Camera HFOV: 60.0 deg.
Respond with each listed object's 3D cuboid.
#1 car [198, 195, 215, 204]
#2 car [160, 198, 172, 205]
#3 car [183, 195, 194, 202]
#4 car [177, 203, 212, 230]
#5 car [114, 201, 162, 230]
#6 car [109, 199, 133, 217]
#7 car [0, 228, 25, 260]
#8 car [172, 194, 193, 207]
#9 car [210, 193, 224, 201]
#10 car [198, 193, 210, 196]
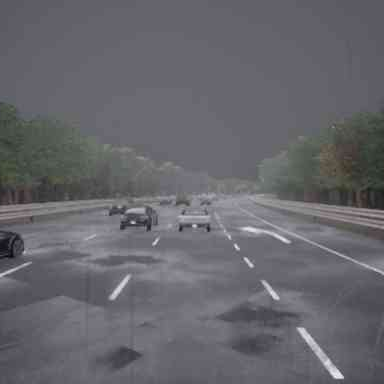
[{"bbox_3d":[2.634,1.681,58.956,1.895,1.301,4.718,0,0,6],"label":"car"},{"bbox_3d":[-4.394,1.691,58.996,1.895,1.301,4.718,0,0,6],"label":"car"},{"bbox_3d":[-0.824,1.658,85.799,2.128,1.511,4.902,0,0,9],"label":"car"},{"bbox_3d":[0.202,1.628,21.063,1.895,1.301,4.718,0,0,1],"label":"car"},{"bbox_3d":[-3.267,1.557,21.066,1.812,1.442,4.674,0,0,1],"label":"car"},{"bbox_3d":[-6.400,1.403,32.014,2.097,1.767,4.553,0,0,3],"label":"car"},{"bbox_3d":[-6.932,1.585,10.083,1.994,1.385,4.181,0,0,0],"label":"car"},{"bbox_3d":[-1.350,1.299,54.058,2.150,2.045,5.566,0,0,5],"label":"car"},{"bbox_3d":[6.264,1.661,85.776,2.033,1.411,5.357,0,0,9],"label":"car"},{"bbox_3d":[2.712,1.667,85.761,2.033,1.411,5.357,0,0,9],"label":"car"}]
